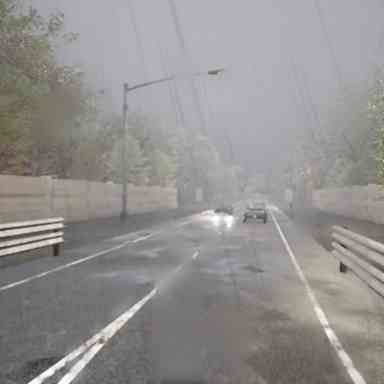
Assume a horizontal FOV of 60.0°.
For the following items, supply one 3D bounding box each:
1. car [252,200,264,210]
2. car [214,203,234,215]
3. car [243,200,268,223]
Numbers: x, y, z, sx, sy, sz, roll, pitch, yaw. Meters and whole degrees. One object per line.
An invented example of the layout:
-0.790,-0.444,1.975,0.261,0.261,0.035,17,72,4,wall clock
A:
10.657,2.000,53.671,1.812,1.442,4.674,0,0,12,car
3.685,1.904,38.087,1.895,1.301,4.718,1,0,12,car
5.483,1.751,28.710,2.128,1.511,4.902,0,0,12,car
